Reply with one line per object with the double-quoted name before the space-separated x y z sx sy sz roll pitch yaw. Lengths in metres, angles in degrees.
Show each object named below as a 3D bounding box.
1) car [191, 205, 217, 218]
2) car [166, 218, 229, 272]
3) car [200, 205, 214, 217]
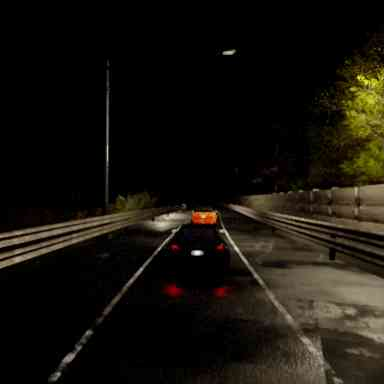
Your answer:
"car" 1.030 2.014 28.282 2.097 1.767 4.553 0 -1 3
"car" 0.206 1.808 11.720 1.994 1.385 4.181 0 -2 1
"car" 2.200 2.601 46.687 1.882 1.535 5.008 0 -1 4
